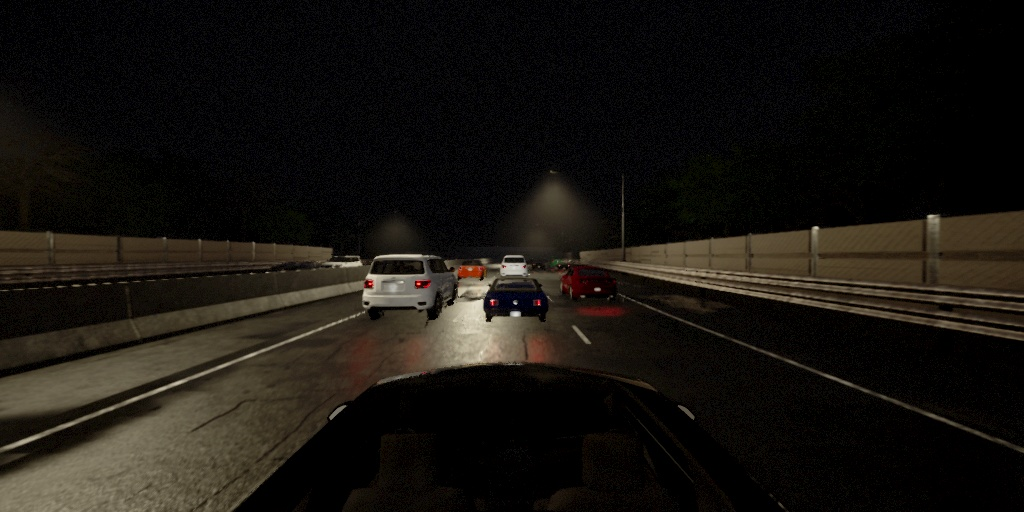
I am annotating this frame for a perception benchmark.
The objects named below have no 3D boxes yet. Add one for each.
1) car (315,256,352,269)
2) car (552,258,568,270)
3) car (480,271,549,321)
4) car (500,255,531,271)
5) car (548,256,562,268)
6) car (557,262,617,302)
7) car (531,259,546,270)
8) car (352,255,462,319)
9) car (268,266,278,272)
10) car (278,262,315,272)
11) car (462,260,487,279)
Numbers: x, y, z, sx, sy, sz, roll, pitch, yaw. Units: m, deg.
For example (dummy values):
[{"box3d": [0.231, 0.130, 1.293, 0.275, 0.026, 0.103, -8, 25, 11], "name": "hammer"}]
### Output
[{"box3d": [-17.474, 0.975, 36.964, 2.150, 2.045, 5.566, 0, 0, 0], "name": "car"}, {"box3d": [7.092, 1.378, 50.291, 1.895, 1.301, 4.718, 0, 0, 2], "name": "car"}, {"box3d": [0.111, 1.351, 12.349, 1.895, 1.301, 4.718, 0, 0, 0], "name": "car"}, {"box3d": [0.177, 0.973, 30.235, 2.150, 2.045, 5.566, 0, 0, 0], "name": "car"}, {"box3d": [7.333, 1.020, 60.077, 2.150, 2.045, 5.566, 0, 0, 1], "name": "car"}, {"box3d": [3.522, 1.228, 17.186, 1.882, 1.535, 5.008, 0, 0, 0], "name": "car"}, {"box3d": [3.747, 1.305, 51.915, 1.812, 1.442, 4.674, 0, 0, 1], "name": "car"}, {"box3d": [-3.389, 0.971, 12.930, 2.150, 2.045, 5.566, 0, 0, 0], "name": "car"}, {"box3d": [-23.722, 1.303, 38.461, 2.033, 1.411, 5.357, 0, 0, -3], "name": "car"}, {"box3d": [-20.977, 1.302, 36.761, 2.033, 1.411, 5.357, 0, 0, 0], "name": "car"}, {"box3d": [-3.319, 1.104, 30.630, 2.097, 1.767, 4.553, 0, 0, 0], "name": "car"}]
